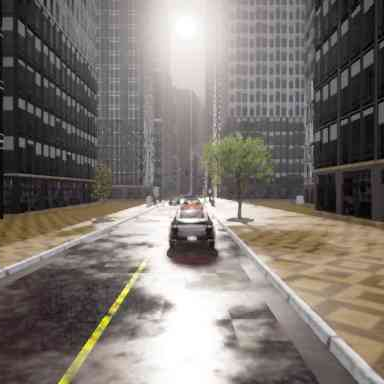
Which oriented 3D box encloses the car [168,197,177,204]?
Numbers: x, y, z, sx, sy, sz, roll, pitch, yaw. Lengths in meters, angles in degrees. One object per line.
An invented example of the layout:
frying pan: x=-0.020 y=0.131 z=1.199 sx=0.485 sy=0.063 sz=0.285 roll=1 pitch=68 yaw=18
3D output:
car: x=-3.000 y=1.554 z=57.654 sx=2.128 sy=1.511 sz=4.902 roll=0 pitch=0 yaw=0

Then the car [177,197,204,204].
car: x=0.000 y=1.371 z=29.621 sx=2.097 sy=1.767 sz=4.553 roll=0 pitch=0 yaw=0

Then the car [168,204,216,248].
car: x=0.000 y=1.494 z=14.651 sx=2.128 sy=1.511 sz=4.902 roll=0 pitch=0 yaw=0
